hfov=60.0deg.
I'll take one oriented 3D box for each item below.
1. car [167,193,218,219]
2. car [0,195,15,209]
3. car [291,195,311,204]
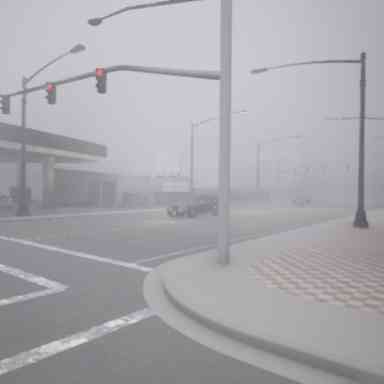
[{"bbox_3d":[0.322,1.169,27.464,2.150,2.045,5.566,1,2,37],"label":"car"},{"bbox_3d":[-20.314,1.008,34.852,3.806,1.475,1.970,1,0,38],"label":"car"},{"bbox_3d":[15.955,1.232,48.302,1.837,1.490,4.892,1,0,37],"label":"car"}]
